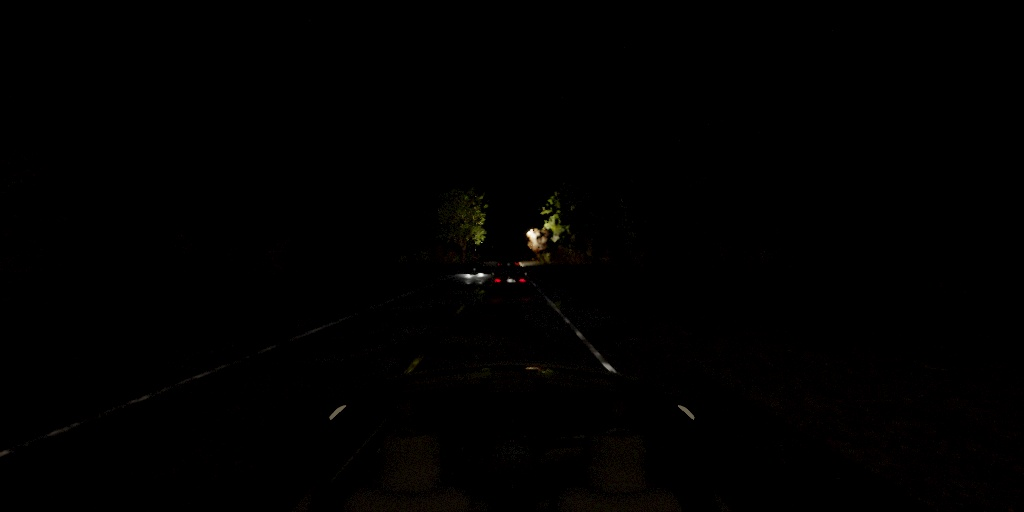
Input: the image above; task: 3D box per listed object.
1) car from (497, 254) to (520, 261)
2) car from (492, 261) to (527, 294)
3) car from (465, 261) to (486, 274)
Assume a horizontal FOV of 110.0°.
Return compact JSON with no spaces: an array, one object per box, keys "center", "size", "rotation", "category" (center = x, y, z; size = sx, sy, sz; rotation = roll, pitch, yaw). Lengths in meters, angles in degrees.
[{"center":[-0.349,0.845,36.123],"size":[2.150,2.045,5.566],"rotation":[-1,1,0],"category":"car"},{"center":[-0.134,1.224,19.791],"size":[2.033,1.411,5.357],"rotation":[-1,0,-1],"category":"car"},{"center":[-3.971,1.213,39.616],"size":[1.994,1.385,4.181],"rotation":[-1,0,-1],"category":"car"}]
